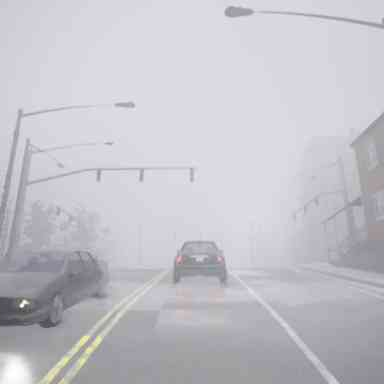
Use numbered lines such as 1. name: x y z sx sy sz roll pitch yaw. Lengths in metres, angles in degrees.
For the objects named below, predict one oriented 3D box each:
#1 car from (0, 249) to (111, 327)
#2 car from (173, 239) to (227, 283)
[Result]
1. car: -3.470 2.119 8.183 2.033 1.411 5.357 0 -7 2
2. car: 0.351 2.939 14.820 2.097 1.767 4.553 0 -9 1
